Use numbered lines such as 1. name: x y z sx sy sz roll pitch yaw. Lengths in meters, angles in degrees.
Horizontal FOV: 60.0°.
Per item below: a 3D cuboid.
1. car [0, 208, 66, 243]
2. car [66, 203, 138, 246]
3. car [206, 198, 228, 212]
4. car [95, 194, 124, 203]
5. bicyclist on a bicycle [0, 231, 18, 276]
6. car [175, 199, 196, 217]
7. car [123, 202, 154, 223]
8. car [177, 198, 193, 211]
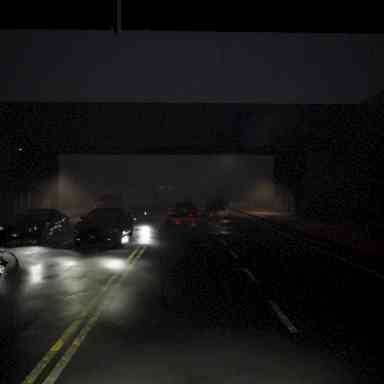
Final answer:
1. car: -7.429 1.525 16.189 1.812 1.442 4.674 0 0 -1
2. car: -3.936 1.478 15.468 1.882 1.535 5.008 0 0 -1
3. car: 2.714 1.478 38.966 1.882 1.535 5.008 0 0 -1
4. car: -7.777 1.224 31.529 2.150 2.045 5.566 0 0 -2
5. bicyclist on a bicycle: -5.461 1.455 8.825 1.656 1.620 0.582 -2 0 -1
6. car: -0.611 1.478 31.395 1.882 1.535 5.008 0 0 -1
7. car: -4.079 1.601 25.775 1.895 1.301 4.718 0 0 -1
8. car: -0.847 1.526 40.722 1.812 1.442 4.674 0 0 -2
